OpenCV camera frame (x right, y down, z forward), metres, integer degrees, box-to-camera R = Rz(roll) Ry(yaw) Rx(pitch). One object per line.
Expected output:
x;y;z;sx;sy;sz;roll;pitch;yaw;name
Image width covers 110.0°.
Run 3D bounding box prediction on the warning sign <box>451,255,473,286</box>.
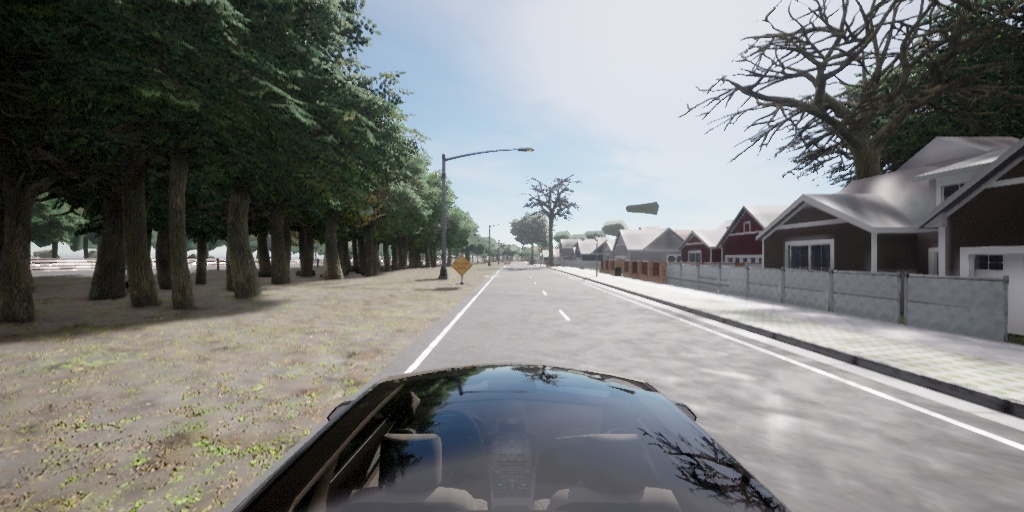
-3.050;0.864;21.885;1.300;1.860;1.060;0;0;0;warning sign
